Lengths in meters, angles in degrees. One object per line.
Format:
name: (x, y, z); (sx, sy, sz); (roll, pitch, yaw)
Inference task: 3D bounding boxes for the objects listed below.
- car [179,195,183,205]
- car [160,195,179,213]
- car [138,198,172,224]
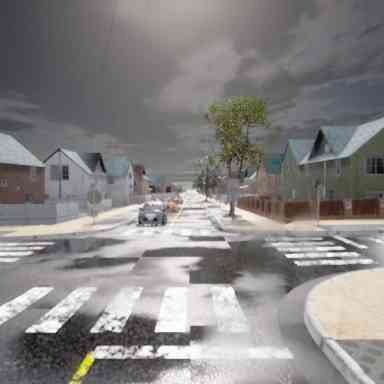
car: (-2.755, 1.268, 58.593); (2.097, 1.767, 4.553); (0, 0, 0)
car: (-2.839, 1.301, 36.111); (2.097, 1.767, 4.553); (0, 0, 0)
car: (-2.798, 1.458, 24.235); (2.128, 1.511, 4.902); (0, 0, -2)
